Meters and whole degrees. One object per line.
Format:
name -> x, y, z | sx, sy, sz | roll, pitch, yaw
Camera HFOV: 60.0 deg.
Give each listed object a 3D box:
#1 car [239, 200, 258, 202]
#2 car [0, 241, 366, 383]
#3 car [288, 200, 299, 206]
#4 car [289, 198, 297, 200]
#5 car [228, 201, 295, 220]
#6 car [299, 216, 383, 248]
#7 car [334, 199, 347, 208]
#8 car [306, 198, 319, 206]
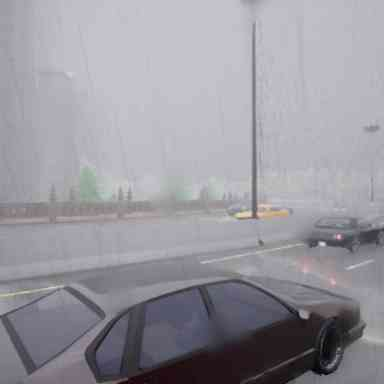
car -> 5.573, 1.602, 34.335 | 2.097, 1.767, 4.553 | 0, -1, 36
car -> -0.125, 1.569, 3.827 | 5.357, 1.411, 2.033 | 0, 0, -37
car -> 8.504, 1.759, 32.397 | 1.812, 1.442, 4.674 | 0, -1, 36
car -> 21.876, 2.051, 71.803 | 2.097, 1.767, 4.553 | 0, -1, 11
car -> 4.849, 1.624, 22.652 | 1.882, 1.535, 5.008 | 0, -1, 42
car -> 6.543, 1.686, 14.117 | 4.718, 1.301, 1.895 | 0, -1, -44
car -> 25.216, 1.990, 56.559 | 2.128, 1.511, 4.902 | 0, -1, 20
car -> 24.874, 2.000, 68.630 | 2.097, 1.767, 4.553 | 0, -1, 14
